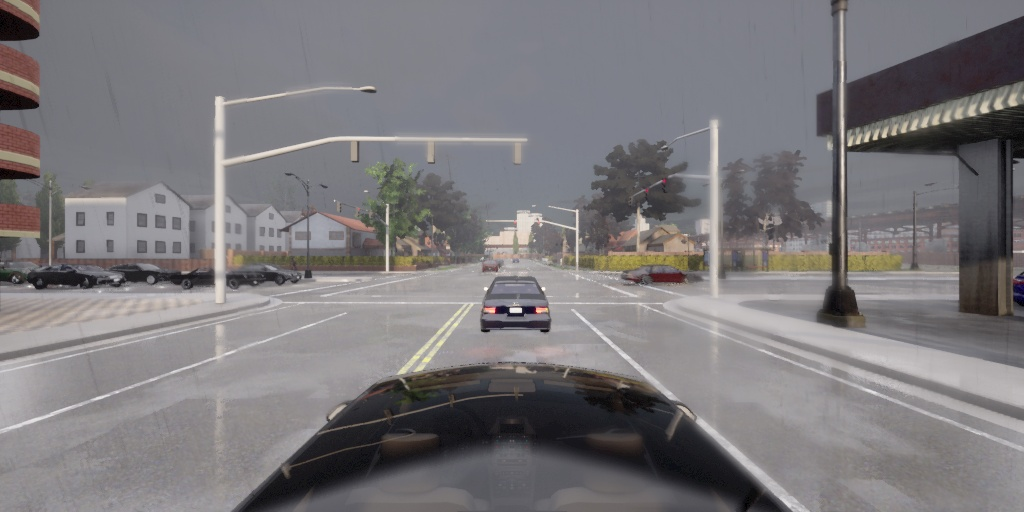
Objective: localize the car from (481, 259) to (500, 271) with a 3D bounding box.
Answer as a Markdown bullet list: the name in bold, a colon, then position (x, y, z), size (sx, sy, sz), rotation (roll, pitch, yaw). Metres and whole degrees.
- **car**: position (-2.676, 1.227, 43.643), size (1.882, 1.535, 5.008), rotation (0, 0, -3)

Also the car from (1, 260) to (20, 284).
- **car**: position (-36.057, 1.102, 26.084), size (4.553, 1.767, 2.097), rotation (0, 0, 1)

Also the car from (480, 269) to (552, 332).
- **car**: position (0.085, 1.297, 10.768), size (2.033, 1.411, 5.357), rotation (0, 0, 0)

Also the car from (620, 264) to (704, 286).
- **car**: position (10.378, 1.297, 25.077), size (5.357, 1.411, 2.033), rotation (0, 0, -2)

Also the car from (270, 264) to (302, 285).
- **car**: position (-17.710, 1.276, 25.812), size (4.674, 1.442, 1.812), rotation (0, 0, 1)

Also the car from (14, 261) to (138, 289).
- **car**: position (-27.126, 1.242, 22.442), size (4.902, 1.511, 2.128), rotation (0, 0, 1)

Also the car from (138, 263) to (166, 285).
- **car**: position (-26.772, 1.228, 25.935), size (5.008, 1.535, 1.882), rotation (0, 0, 1)

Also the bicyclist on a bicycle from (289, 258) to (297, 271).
- **bicyclist on a bicycle**: position (-26.527, 1.051, 43.416), size (0.582, 1.620, 1.656), rotation (0, 0, 1)

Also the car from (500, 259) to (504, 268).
- **car**: position (-2.750, 1.254, 61.511), size (1.837, 1.490, 4.892), rotation (0, 0, 1)

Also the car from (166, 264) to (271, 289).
- **car**: position (-18.094, 1.351, 22.285), size (4.718, 1.301, 1.895), rotation (0, 0, 1)
